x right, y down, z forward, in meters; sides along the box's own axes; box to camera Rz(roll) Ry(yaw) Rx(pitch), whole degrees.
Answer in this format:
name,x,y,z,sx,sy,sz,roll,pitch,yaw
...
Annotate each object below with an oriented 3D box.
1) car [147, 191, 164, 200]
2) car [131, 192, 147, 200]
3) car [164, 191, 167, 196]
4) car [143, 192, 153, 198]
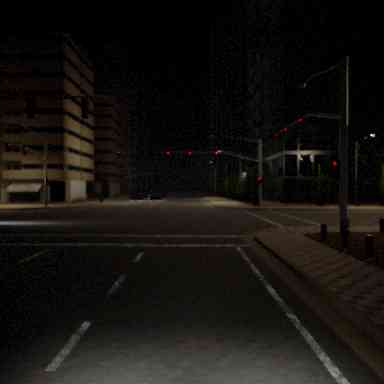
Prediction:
name,x,y,z,sx,sy,sz,roll,pitch,yaw
car,-7.033,0.807,64.462,1.882,1.535,5.008,0,1,0
car,-10.533,0.807,64.466,1.882,1.535,5.008,0,1,0
car,-7.025,0.506,80.142,2.097,1.767,4.553,0,1,0
car,-10.525,0.651,80.112,1.837,1.490,4.892,0,1,0
